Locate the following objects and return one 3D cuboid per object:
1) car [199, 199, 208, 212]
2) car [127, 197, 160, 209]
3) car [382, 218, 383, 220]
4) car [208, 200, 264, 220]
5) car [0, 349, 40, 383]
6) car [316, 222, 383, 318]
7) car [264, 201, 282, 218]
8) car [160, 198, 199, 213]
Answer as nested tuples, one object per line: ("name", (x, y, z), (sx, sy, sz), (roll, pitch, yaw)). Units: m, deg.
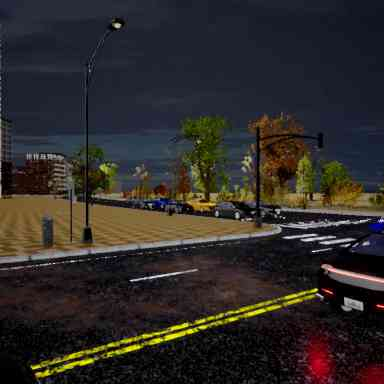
("car", (1.052, 1.550, 39.746), (1.882, 1.535, 5.008), (0, 0, -32))
("car", (-6.805, 1.597, 46.431), (2.128, 1.511, 4.902), (0, 0, -31))
("car", (9.260, 1.476, 13.714), (5.008, 1.535, 1.882), (0, 0, -33))
("car", (3.740, 1.564, 29.219), (1.837, 1.490, 4.892), (0, 0, -32))
("car", (-3.116, 1.492, 1.186), (4.902, 1.511, 2.128), (0, 0, -36))
("car", (4.466, 1.491, 6.432), (4.902, 1.511, 2.128), (0, 0, -34))
("car", (6.286, 1.540, 31.280), (2.128, 1.511, 4.902), (0, 0, -32))
("car", (-1.478, 1.648, 37.650), (1.994, 1.385, 4.181), (0, 0, -32))
